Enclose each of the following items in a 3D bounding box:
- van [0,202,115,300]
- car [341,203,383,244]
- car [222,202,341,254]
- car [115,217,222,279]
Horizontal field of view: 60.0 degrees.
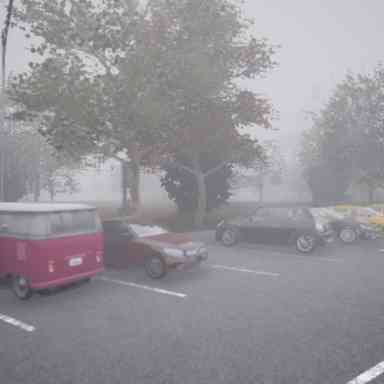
[{"bbox_3d":[-4.249,1.253,8.290,4.442,1.987,1.878,-1,0,35],"label":"van"},{"bbox_3d":[5.609,1.384,15.017,4.892,1.521,2.231,-1,-1,35],"label":"car"},{"bbox_3d":[3.185,1.283,13.310,4.553,1.767,2.185,-1,0,35],"label":"car"},{"bbox_3d":[-1.716,1.495,9.939,4.674,1.452,2.002,-1,-1,35],"label":"car"}]
